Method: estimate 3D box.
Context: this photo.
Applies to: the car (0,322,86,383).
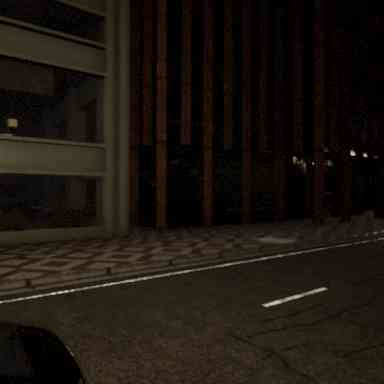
[{"bbox_3d":[-2.701,1.561,1.757,4.181,1.385,1.994,0,0,-36],"label":"car"}]
